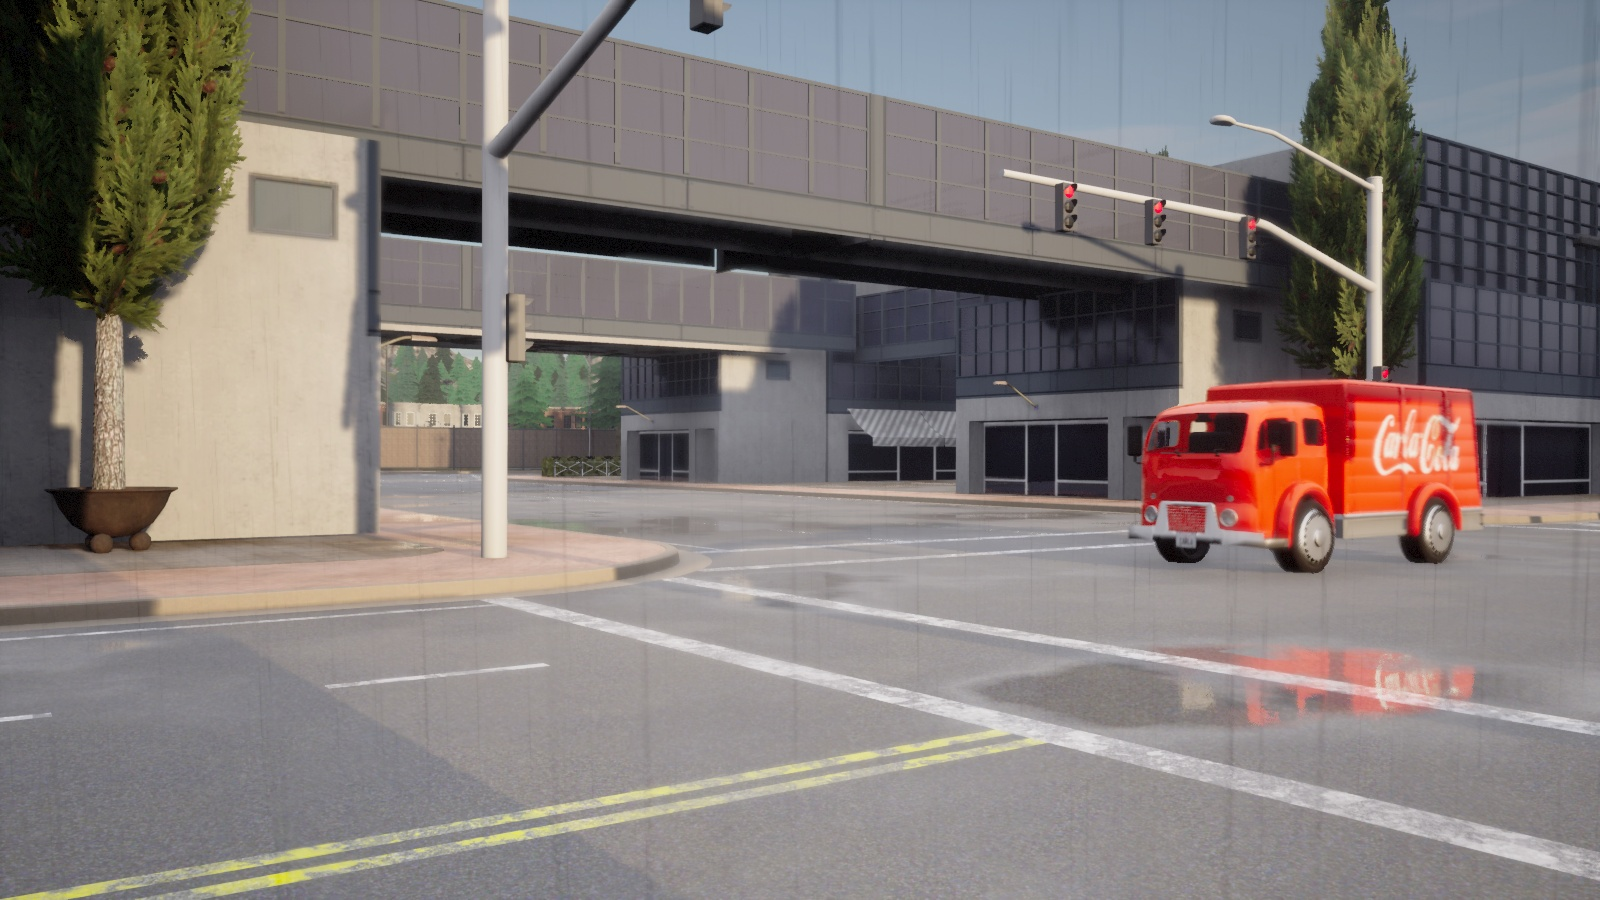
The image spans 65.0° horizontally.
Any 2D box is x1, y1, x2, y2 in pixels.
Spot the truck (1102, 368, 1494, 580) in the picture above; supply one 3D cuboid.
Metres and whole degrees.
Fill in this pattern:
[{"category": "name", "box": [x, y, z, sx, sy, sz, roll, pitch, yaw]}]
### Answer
[{"category": "truck", "box": [6.908, 0.286, 17.238, 5.204, 2.467, 2.627, 0, 0, -36]}]
